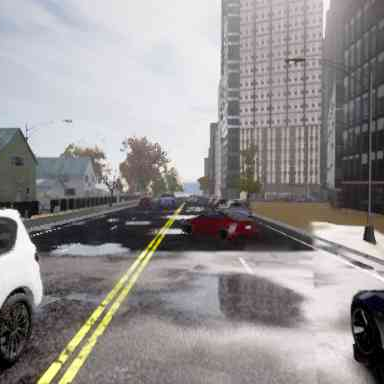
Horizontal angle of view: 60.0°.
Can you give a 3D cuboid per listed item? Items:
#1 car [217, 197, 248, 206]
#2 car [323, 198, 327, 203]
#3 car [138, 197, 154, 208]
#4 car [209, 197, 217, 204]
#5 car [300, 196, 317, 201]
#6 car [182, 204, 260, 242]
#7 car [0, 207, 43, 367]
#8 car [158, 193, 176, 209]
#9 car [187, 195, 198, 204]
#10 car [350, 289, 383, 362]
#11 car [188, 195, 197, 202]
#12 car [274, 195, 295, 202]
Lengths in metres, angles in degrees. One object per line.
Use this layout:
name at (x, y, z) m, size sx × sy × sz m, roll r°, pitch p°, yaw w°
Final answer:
car at (3.269, 1.399, 24.869) m, size 2.033 × 1.649 × 4.856 m, roll 0°, pitch 0°, yaw 0°
car at (33.719, 1.929, 79.318) m, size 4.507 × 1.381 × 1.887 m, roll 0°, pitch 2°, yaw 20°
car at (-6.554, 1.432, 47.887) m, size 1.882 × 1.535 × 5.008 m, roll 0°, pitch 0°, yaw 0°
car at (3.277, 1.391, 35.873) m, size 2.033 × 1.649 × 4.856 m, roll 0°, pitch 0°, yaw 0°
car at (31.113, 1.688, 88.666) m, size 4.403 × 1.369 × 2.008 m, roll 0°, pitch 2°, yaw 20°
car at (1.325, 1.540, 16.457) m, size 1.994 × 1.385 × 4.181 m, roll 0°, pitch 0°, yaw -36°
car at (-3.359, 1.216, 2.826) m, size 2.150 × 2.045 × 5.566 m, roll 0°, pitch 0°, yaw 0°
car at (-3.309, 1.179, 45.667) m, size 2.150 × 2.045 × 5.566 m, roll 0°, pitch 0°, yaw 0°
car at (0.076, 1.554, 59.521) m, size 1.895 × 1.301 × 4.718 m, roll 0°, pitch 0°, yaw 1°
car at (3.253, 1.498, 2.891) m, size 2.163 × 1.488 × 4.792 m, roll 0°, pitch 0°, yaw 0°
car at (0.055, 1.412, 74.017) m, size 2.033 × 1.411 × 5.357 m, roll 0°, pitch 0°, yaw 0°
car at (23.075, 1.610, 83.218) m, size 5.009 × 1.841 × 2.192 m, roll 0°, pitch 2°, yaw 20°
